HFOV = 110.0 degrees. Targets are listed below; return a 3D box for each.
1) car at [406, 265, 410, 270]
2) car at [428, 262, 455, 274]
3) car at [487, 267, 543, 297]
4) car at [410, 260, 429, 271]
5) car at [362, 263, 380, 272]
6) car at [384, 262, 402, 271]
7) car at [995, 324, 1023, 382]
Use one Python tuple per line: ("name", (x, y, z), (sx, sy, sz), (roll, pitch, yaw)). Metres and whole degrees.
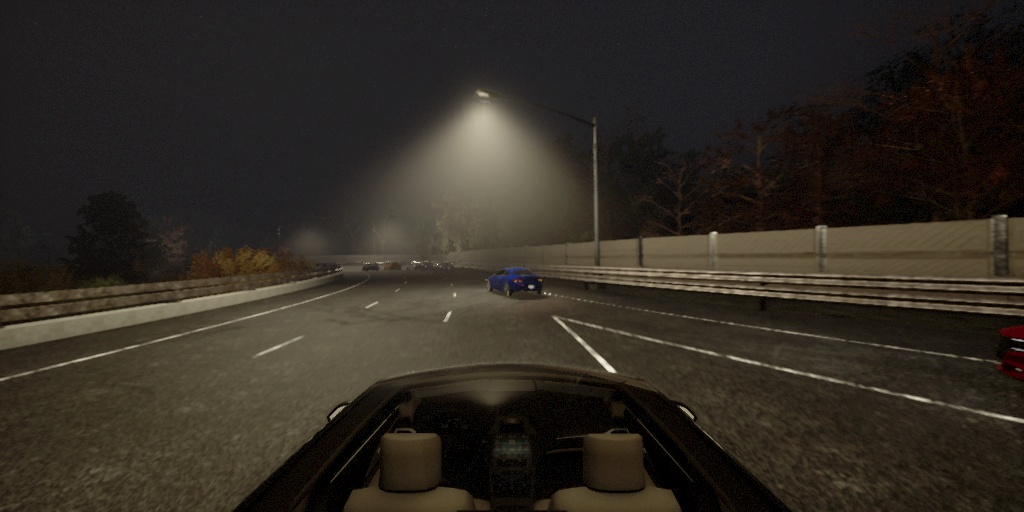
("car", (-16.557, 1.762, 61.205), (1.895, 1.301, 4.718), (-1, 0, -34))
("car", (-8.937, 1.559, 46.755), (2.033, 1.411, 5.357), (-1, 0, -26))
("car", (0.076, 1.332, 19.416), (1.812, 1.442, 4.674), (-1, 0, -22))
("car", (-13.828, 1.653, 56.530), (2.033, 1.411, 5.357), (-1, 0, -33))
("car", (-22.830, 1.831, 57.929), (1.895, 1.301, 4.718), (-1, 0, -34))
("car", (-19.841, 1.674, 59.749), (1.882, 1.535, 5.008), (-1, 0, -34))
("car", (8.754, 1.121, 3.382), (1.882, 1.535, 5.008), (-1, 0, -35))
